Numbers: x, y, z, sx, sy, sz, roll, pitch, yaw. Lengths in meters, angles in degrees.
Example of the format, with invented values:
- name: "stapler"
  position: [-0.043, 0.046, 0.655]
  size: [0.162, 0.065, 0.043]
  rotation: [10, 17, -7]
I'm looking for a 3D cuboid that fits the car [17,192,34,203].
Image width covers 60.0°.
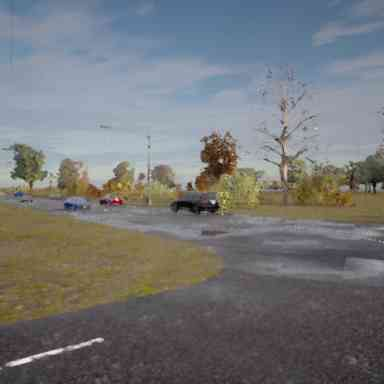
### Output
- name: "car"
  position: [-29.161, 1.193, 58.822]
  size: [2.033, 1.411, 5.357]
  rotation: [-1, 1, -32]

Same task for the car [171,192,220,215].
- name: "car"
  position: [0.232, 1.016, 30.952]
  size: [2.150, 2.045, 5.566]
  rotation: [-1, 1, -37]

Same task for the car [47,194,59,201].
- name: "car"
  position: [-28.531, 1.109, 69.020]
  size: [1.994, 1.385, 4.181]
  rotation: [-1, 1, -37]

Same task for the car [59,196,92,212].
- name: "car"
  position: [-12.564, 1.272, 36.282]
  size: [1.882, 1.535, 5.008]
  rotation: [-1, 1, -37]

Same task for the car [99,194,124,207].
- name: "car"
  position: [-11.268, 1.059, 46.173]
  size: [2.097, 1.767, 4.553]
  rotation: [-1, 1, -37]
